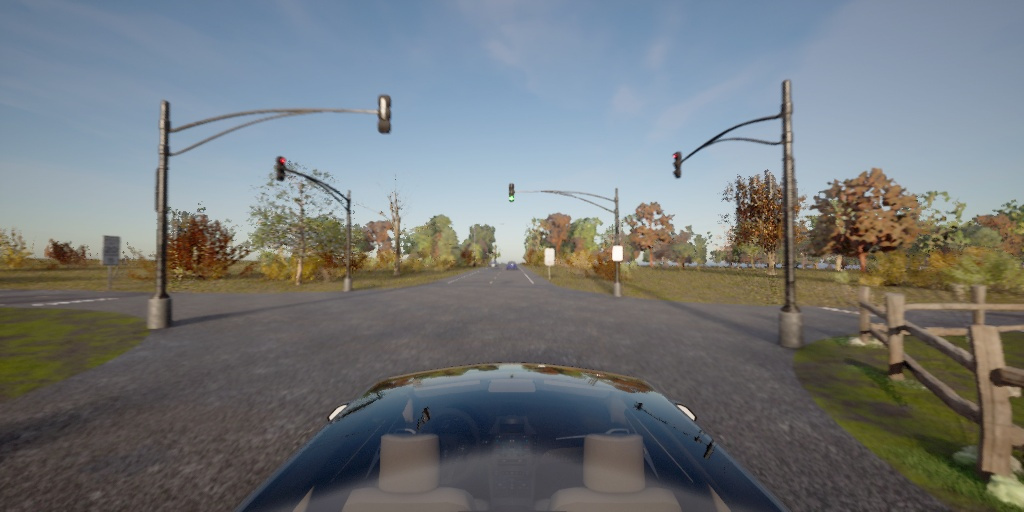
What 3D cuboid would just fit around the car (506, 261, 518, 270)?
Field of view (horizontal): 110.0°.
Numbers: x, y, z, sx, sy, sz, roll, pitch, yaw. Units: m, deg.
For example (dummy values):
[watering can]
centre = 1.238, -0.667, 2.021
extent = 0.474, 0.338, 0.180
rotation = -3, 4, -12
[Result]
[car]
centre = -0.021, 1.646, 64.718
extent = 2.097, 1.767, 4.553
rotation = 0, -1, 0
